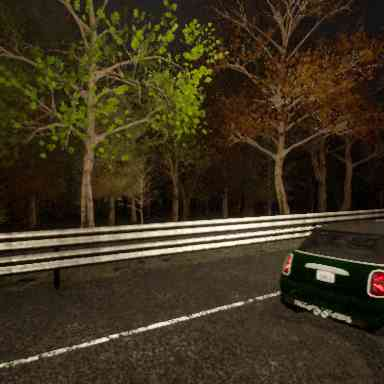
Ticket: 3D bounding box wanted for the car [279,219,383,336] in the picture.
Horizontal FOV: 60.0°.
[{"bbox_3d":[3.832,1.350,6.463,4.553,1.767,2.097,0,0,-35],"label":"car"}]
